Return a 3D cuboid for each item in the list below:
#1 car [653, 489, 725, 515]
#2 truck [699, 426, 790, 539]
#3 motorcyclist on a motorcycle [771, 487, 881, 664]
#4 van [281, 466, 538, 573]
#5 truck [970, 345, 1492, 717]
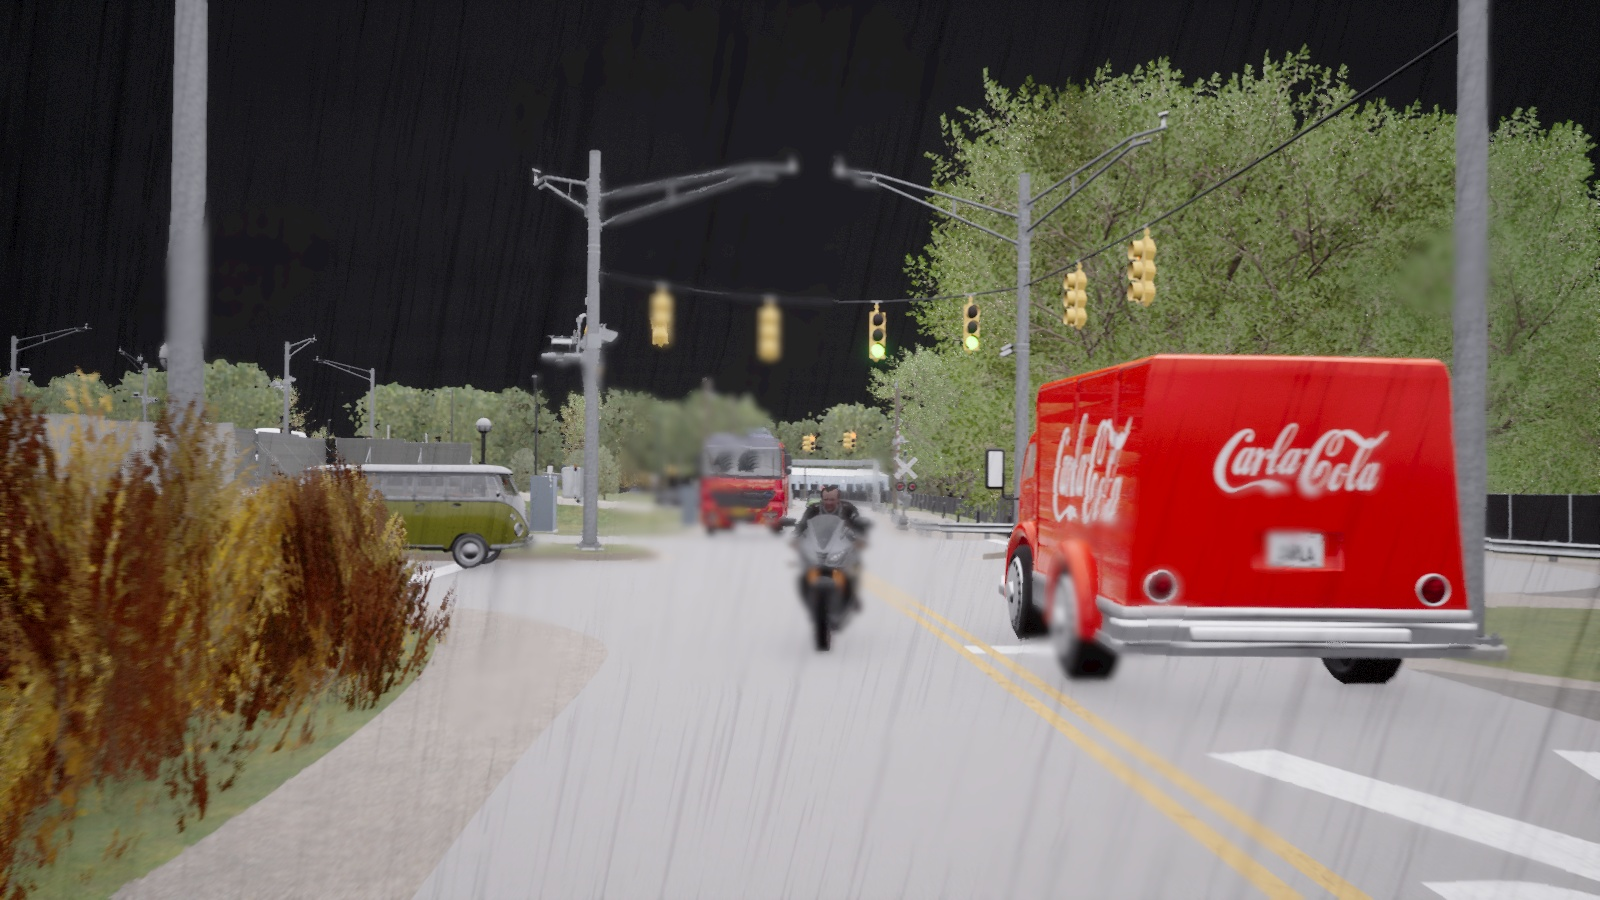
[{"bbox_3d":[-7.732,3.632,87.835,4.892,1.490,1.837,4,-1,-3],"label":"car"},{"bbox_3d":[-1.909,1.258,46.984,2.891,3.827,8.468,0,-2,1],"label":"truck"},{"bbox_3d":[0.298,1.120,12.002,0.866,1.530,2.191,0,-2,6],"label":"motorcyclist on a motorcycle"},{"bbox_3d":[-7.485,1.327,24.420,4.442,1.987,1.775,0,-2,-3],"label":"van"},{"bbox_3d":[3.236,0.589,10.982,2.627,2.467,5.204,0,-1,-2],"label":"truck"}]
